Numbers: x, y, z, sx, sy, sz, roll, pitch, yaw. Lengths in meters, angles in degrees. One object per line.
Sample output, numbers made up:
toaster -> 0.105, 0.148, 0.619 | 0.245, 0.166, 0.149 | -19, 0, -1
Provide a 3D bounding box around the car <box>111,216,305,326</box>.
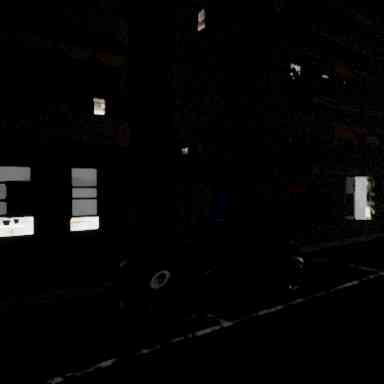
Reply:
car -> 0.421, 1.376, 6.860 | 4.097, 1.590, 1.967 | -1, 1, -35
